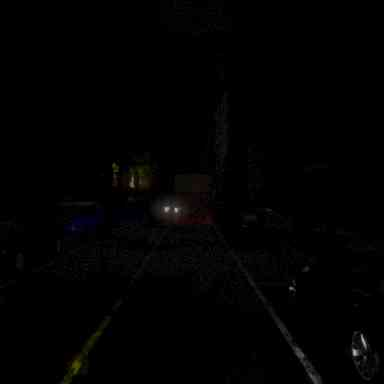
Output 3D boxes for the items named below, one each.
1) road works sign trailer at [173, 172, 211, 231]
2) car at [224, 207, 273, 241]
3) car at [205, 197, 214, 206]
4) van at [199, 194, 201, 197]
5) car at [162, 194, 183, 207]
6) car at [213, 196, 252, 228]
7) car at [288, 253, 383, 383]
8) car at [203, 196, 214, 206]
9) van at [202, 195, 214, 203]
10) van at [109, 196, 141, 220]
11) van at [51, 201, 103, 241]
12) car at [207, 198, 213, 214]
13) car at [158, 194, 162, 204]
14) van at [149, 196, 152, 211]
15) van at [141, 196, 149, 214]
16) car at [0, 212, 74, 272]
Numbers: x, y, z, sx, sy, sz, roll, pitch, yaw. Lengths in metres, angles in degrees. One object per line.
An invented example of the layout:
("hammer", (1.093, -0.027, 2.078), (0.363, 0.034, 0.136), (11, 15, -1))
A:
("road works sign trailer", (0.004, 0.500, 21.100), (2.380, 3.560, 2.880), (0, 0, 0))
("car", (2.858, 1.612, 16.483), (1.802, 1.307, 4.206), (0, 0, 0))
("car", (2.863, 1.635, 39.125), (1.802, 1.307, 4.206), (0, 0, 0))
("van", (2.868, 1.399, 67.428), (1.690, 1.788, 3.998), (0, 0, 0))
("car", (-3.057, 1.282, 52.371), (2.150, 2.045, 5.566), (0, 0, 0))
("car", (2.858, 1.352, 22.144), (2.192, 1.841, 5.009), (0, 0, 0))
("car", (2.855, 1.576, 5.162), (1.947, 1.339, 4.313), (0, 0, 0))
("car", (2.864, 1.638, 44.786), (1.802, 1.307, 4.206), (0, 0, 0))
("van", (2.865, 1.399, 50.446), (1.690, 1.788, 3.998), (0, 0, 0))
("van", (-5.665, 1.385, 27.784), (1.690, 1.788, 3.998), (0, 0, 0))
("van", (-5.668, 1.371, 16.468), (1.690, 1.788, 3.998), (0, 0, 0))
("car", (2.862, 1.594, 33.465), (1.887, 1.381, 4.507), (0, 0, 0))
("car", (-5.656, 1.373, 67.389), (2.192, 1.841, 5.009), (0, 0, 0))
("van", (-5.663, 1.394, 39.100), (1.690, 1.788, 3.998), (0, 0, 0))
("van", (-5.664, 1.390, 33.441), (1.690, 1.788, 3.998), (0, 0, 0))
("car", (-5.669, 1.565, 10.810), (1.887, 1.381, 4.507), (0, 0, 0))
